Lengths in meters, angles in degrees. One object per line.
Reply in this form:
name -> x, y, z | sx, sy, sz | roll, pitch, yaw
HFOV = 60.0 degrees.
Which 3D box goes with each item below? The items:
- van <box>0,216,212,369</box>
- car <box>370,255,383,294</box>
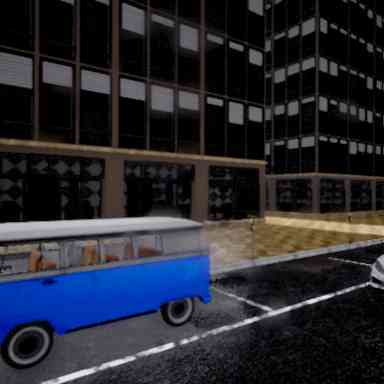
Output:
van -> -1.557, 1.344, 5.440 | 3.998, 1.788, 1.690 | 0, 0, -35
car -> 5.984, 1.534, 7.622 | 4.674, 1.442, 1.812 | 0, 0, -35
